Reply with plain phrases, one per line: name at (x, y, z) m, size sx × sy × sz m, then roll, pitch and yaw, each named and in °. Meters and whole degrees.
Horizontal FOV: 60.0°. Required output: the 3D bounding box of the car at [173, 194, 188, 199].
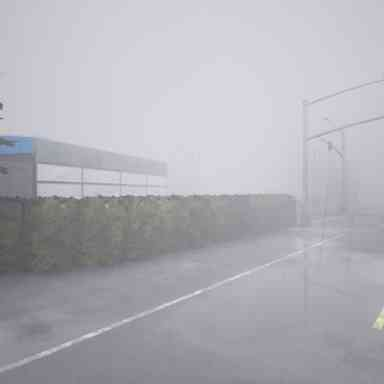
car at (-3.021, 1.232, 89.786) m, size 1.970 × 1.475 × 3.806 m, roll 0°, pitch 0°, yaw 38°

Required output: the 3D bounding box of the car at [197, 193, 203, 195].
car at (2.215, 1.154, 86.060) m, size 2.152 × 1.636 × 5.027 m, roll 0°, pitch 0°, yaw 38°

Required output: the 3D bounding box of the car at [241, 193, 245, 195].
car at (12.253, 1.077, 78.127) m, size 1.905 × 1.878 × 3.866 m, roll 0°, pitch 0°, yaw 38°

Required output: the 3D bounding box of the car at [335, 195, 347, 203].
car at (29.283, 1.374, 65.019) m, size 1.845 × 1.501 × 3.633 m, roll 0°, pitch 0°, yaw 38°

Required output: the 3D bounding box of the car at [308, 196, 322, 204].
car at (22.344, 1.384, 61.045) m, size 1.970 × 1.475 × 3.806 m, roll 0°, pitch 0°, yaw 38°

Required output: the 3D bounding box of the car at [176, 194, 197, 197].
car at (-1.695, 1.298, 66.086) m, size 2.007 × 1.523 × 4.514 m, roll 0°, pitch 0°, yaw 38°

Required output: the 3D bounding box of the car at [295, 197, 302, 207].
car at (13.149, 1.340, 44.587) m, size 2.007 × 1.523 × 4.514 m, roll 0°, pitch 0°, yaw 38°
